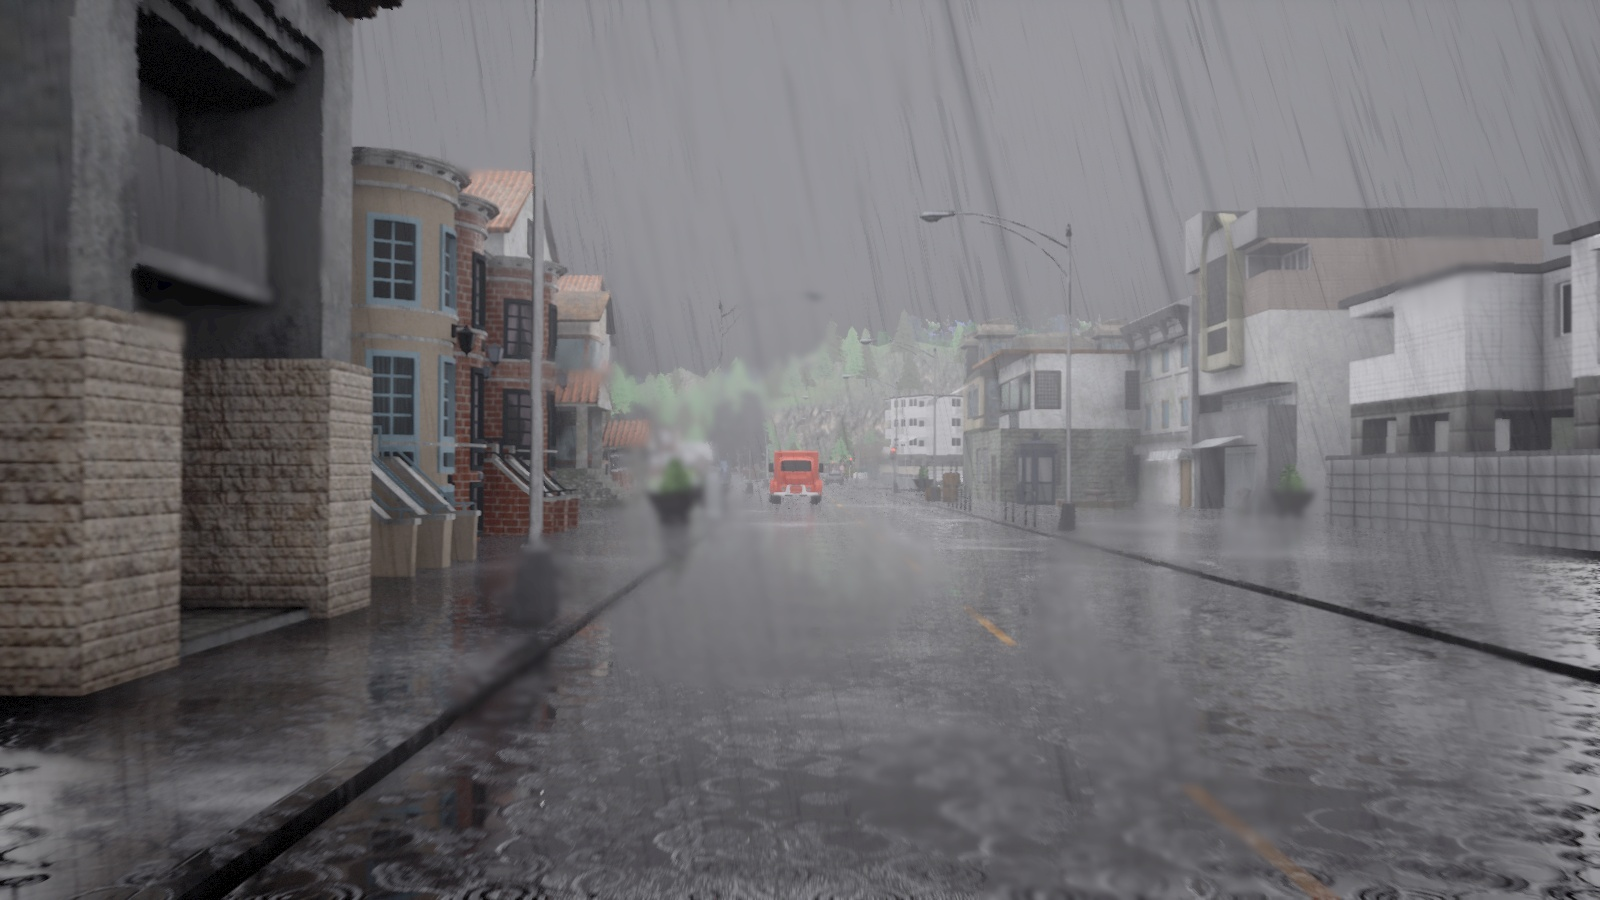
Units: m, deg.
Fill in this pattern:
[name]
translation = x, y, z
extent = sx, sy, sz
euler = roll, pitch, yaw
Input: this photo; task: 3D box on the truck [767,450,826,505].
[truck]
translation = -0.167, 1.291, 59.456
extent = 2.627, 2.467, 5.204
euler = 0, -1, 0
